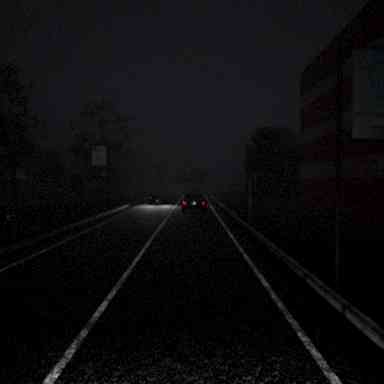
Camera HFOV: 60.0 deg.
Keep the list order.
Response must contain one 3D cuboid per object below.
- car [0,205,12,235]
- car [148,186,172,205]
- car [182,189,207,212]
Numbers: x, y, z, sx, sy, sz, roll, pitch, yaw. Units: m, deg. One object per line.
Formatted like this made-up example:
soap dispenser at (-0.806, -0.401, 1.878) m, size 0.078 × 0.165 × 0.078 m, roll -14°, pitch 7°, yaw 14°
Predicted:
car at (-9.531, 0.789, 12.002) m, size 5.566 × 2.045 × 2.435 m, roll 0°, pitch 2°, yaw 0°
car at (-3.198, 0.481, 33.151) m, size 1.812 × 1.442 × 4.674 m, roll 0°, pitch 2°, yaw 0°
car at (0.189, 0.756, 25.823) m, size 2.033 × 1.411 × 5.357 m, roll 0°, pitch 2°, yaw 0°
